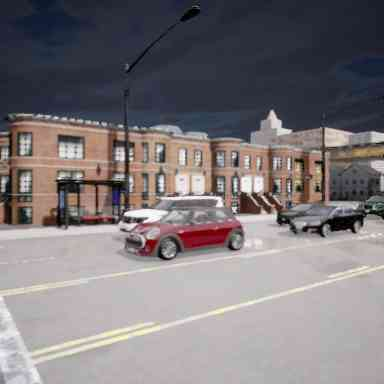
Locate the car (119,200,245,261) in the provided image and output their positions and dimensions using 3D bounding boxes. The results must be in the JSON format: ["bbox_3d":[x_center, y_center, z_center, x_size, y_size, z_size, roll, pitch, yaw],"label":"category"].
[{"bbox_3d":[-0.188,1.349,12.446,4.553,1.767,2.097,0,0,-36],"label":"car"}]

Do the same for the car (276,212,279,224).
[{"bbox_3d":[7.808,1.471,22.456,5.008,1.535,1.882,0,0,-35],"label":"car"}]

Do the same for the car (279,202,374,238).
[{"bbox_3d":[7.255,1.486,17.765,4.902,1.511,2.128,0,0,-36],"label":"car"}]

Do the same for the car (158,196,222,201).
[{"bbox_3d":[-0.733,1.219,16.368,5.566,2.045,2.150,0,0,-36],"label":"car"}]

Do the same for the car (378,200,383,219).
[{"bbox_3d":[15.601,1.469,23.700,5.008,1.535,1.882,0,0,-36],"label":"car"}]

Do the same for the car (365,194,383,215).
[{"bbox_3d":[16.555,1.211,28.661,5.566,2.045,2.150,0,0,-35],"label":"car"}]
